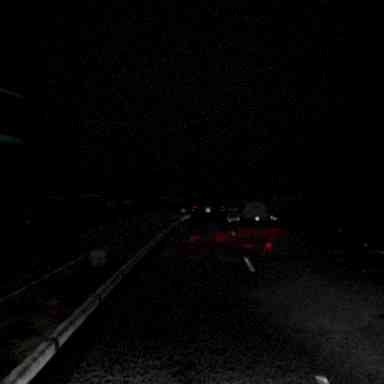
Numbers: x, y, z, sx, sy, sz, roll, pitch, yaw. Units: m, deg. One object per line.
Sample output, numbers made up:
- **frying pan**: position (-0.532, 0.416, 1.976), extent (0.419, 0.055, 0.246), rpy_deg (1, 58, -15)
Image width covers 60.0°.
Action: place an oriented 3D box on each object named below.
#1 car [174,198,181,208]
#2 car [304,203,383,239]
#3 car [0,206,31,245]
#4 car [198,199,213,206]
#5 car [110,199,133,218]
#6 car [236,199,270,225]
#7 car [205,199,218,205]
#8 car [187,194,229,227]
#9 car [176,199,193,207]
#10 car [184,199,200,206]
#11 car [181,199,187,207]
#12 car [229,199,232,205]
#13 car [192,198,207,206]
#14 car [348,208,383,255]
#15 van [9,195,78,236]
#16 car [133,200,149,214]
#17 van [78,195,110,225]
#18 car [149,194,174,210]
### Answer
- **car**: position (-3.639, 1.565, 50.879), extent (2.185, 1.767, 4.553), rpy_deg (0, -1, 12)
- **car**: position (8.345, 1.435, 16.255), extent (4.792, 1.488, 2.163), rpy_deg (0, 0, 4)
- **car**: position (-8.458, 1.466, 12.341), extent (2.163, 1.488, 4.792), rpy_deg (0, 0, 4)
- **car**: position (3.188, 2.383, 77.833), extent (2.097, 1.535, 5.008), rpy_deg (0, -2, 18)
- **car**: position (-7.030, 1.457, 28.946), extent (2.002, 1.452, 4.674), rpy_deg (0, 0, 7)
- **car**: position (4.281, 1.439, 23.046), extent (1.812, 1.442, 4.674), rpy_deg (0, 0, 5)
- **car**: position (4.895, 2.564, 83.109), extent (2.002, 1.452, 4.674), rpy_deg (0, -2, 19)
- **car**: position (1.159, 1.141, 21.933), extent (2.150, 2.045, 5.566), rpy_deg (0, 0, 5)
- **car**: position (-1.273, 1.994, 61.672), extent (2.002, 1.452, 4.674), rpy_deg (0, -2, 14)
- **car**: position (0.086, 2.125, 67.020), extent (2.163, 1.488, 4.792), rpy_deg (0, -2, 15)
- **car**: position (-2.494, 1.817, 56.393), extent (2.231, 1.521, 4.892), rpy_deg (0, -2, 13)
- **car**: position (3.597, 1.553, 41.383), extent (1.837, 1.490, 4.892), rpy_deg (0, -1, 9)
- **car**: position (1.602, 2.117, 72.547), extent (2.185, 1.767, 4.553), rpy_deg (0, -2, 17)
- **car**: position (8.056, 1.441, 10.673), extent (4.892, 1.521, 2.231), rpy_deg (0, 0, 3)
- **van**: position (-8.103, 1.187, 17.789), extent (1.878, 1.987, 4.442), rpy_deg (0, 0, 5)
- **car**: position (-6.349, 1.492, 34.447), extent (2.002, 1.452, 4.674), rpy_deg (0, -1, 8)
- **van**: position (-7.644, 1.178, 23.309), extent (1.878, 1.987, 4.442), rpy_deg (0, 0, 6)
- **car**: position (-4.679, 1.336, 45.369), extent (2.435, 2.045, 5.566), rpy_deg (0, -1, 11)
